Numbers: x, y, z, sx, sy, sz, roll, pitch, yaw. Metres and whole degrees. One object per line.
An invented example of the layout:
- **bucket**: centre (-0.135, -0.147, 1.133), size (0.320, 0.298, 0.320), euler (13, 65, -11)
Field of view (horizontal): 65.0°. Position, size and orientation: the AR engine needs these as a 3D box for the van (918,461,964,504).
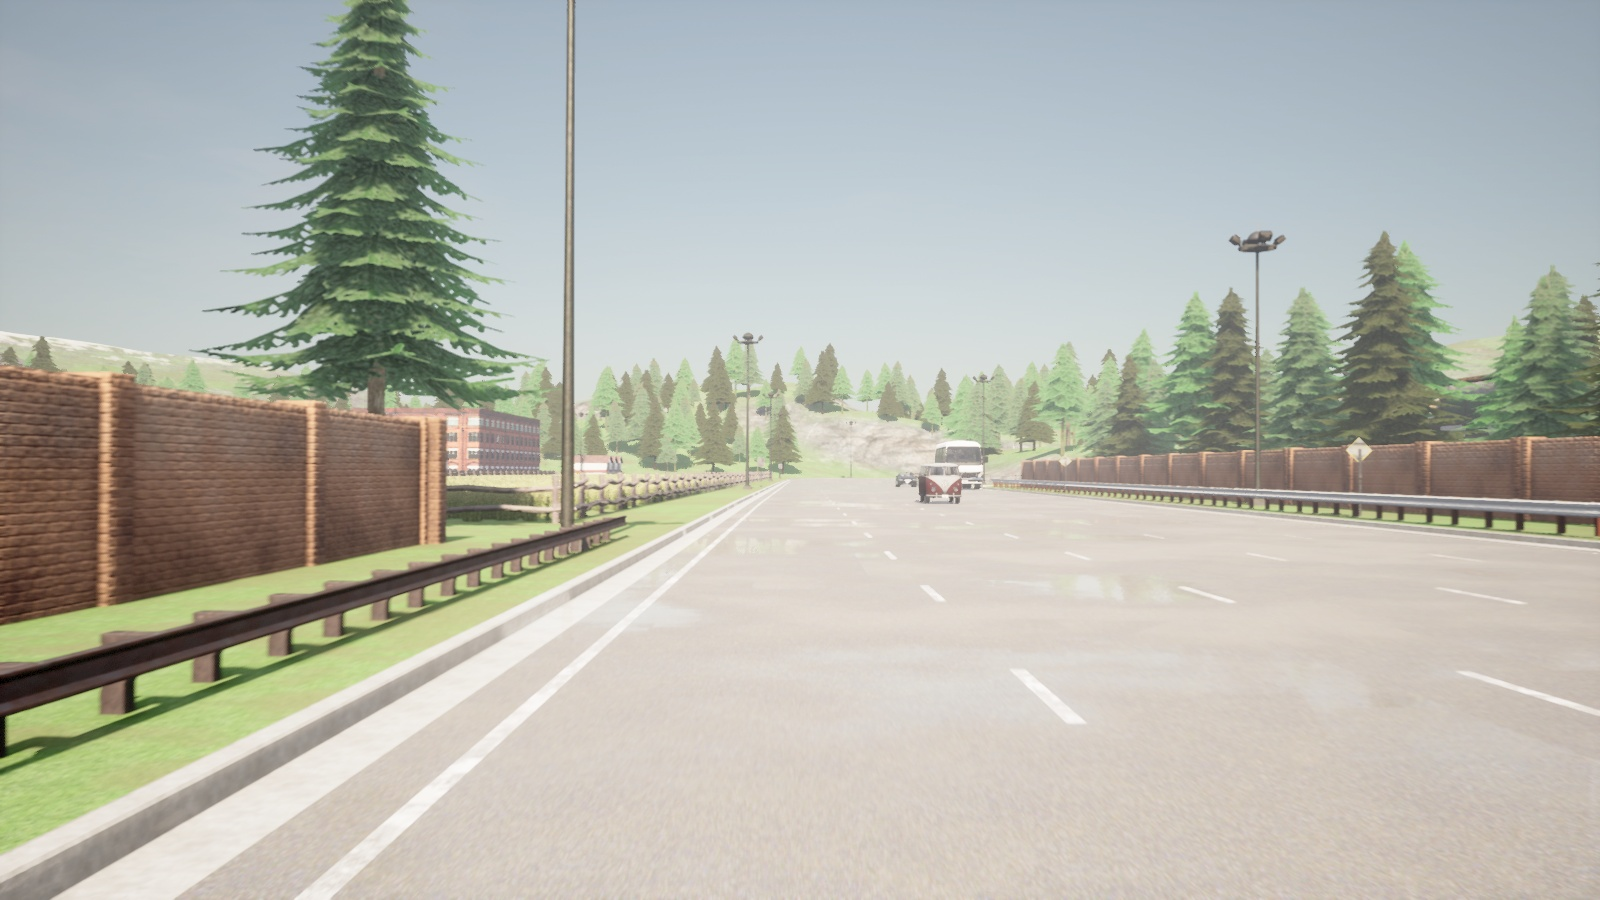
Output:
- **van**: centre (6.860, 1.566, 61.553), size (1.775, 1.987, 4.442), euler (0, -1, 0)
